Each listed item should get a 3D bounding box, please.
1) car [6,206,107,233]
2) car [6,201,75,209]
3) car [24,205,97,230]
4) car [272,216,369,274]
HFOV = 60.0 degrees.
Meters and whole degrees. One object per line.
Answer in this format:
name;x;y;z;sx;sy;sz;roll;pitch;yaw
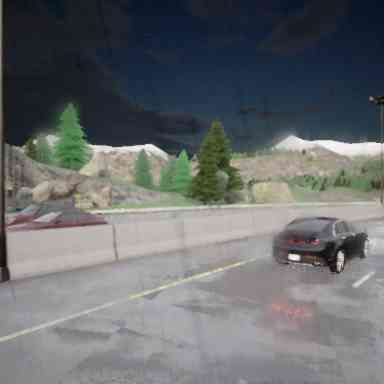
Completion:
car;-6.046;1.573;15.209;1.812;1.442;4.674;0;0;40
car;-8.208;1.406;18.054;2.097;1.767;4.553;0;0;40
car;-8.860;1.634;22.674;1.994;1.385;4.181;0;0;41
car;4.372;1.558;10.969;1.837;1.490;4.892;0;-1;41
